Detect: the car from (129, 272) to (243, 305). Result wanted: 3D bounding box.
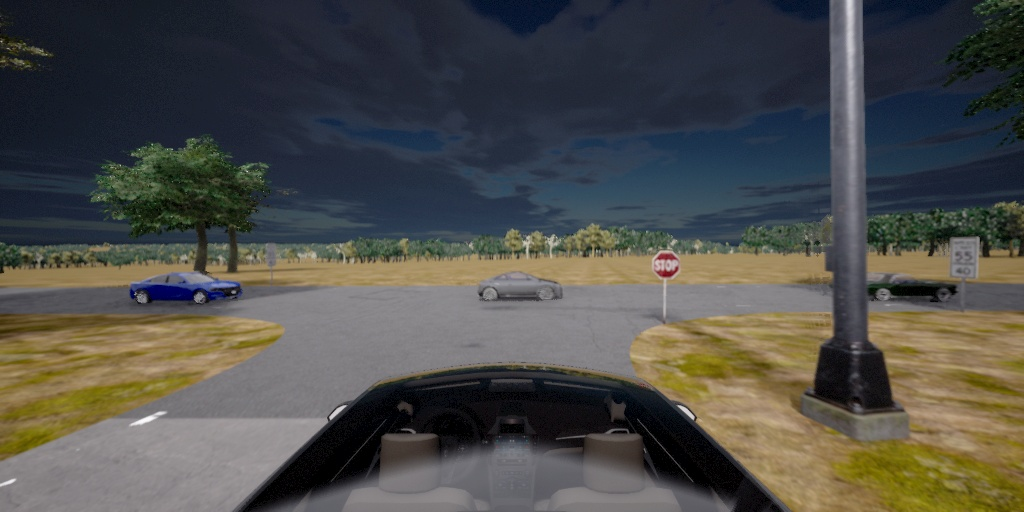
[{"bbox_3d":[-16.396,1.565,18.146,5.008,1.535,1.882,-1,2,5],"label":"car"}]

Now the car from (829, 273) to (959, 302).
[{"bbox_3d":[18.877,1.488,17.807,4.718,1.301,1.895,0,2,0],"label":"car"}]

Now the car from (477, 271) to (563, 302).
[{"bbox_3d":[0.379,1.459,17.745,4.181,1.385,1.994,0,-1,1],"label":"car"}]
